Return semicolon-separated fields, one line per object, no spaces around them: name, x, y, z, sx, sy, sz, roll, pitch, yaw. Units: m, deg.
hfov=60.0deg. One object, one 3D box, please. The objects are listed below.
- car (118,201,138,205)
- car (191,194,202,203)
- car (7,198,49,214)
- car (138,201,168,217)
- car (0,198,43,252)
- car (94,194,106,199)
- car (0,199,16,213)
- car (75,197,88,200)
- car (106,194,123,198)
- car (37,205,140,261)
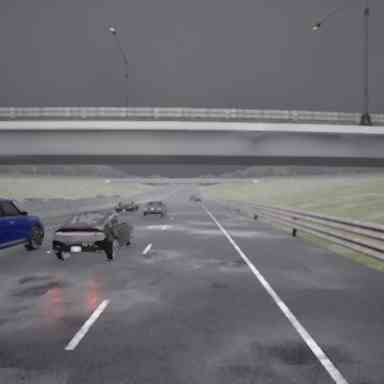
car;-6.819;1.582;35.568;1.895;1.301;4.718;0;0;0
car;1.421;1.952;82.957;1.837;1.490;4.892;0;-1;0
car;-17.506;1.466;35.796;2.128;1.511;4.902;0;0;0
car;-3.331;1.507;30.597;2.033;1.411;5.357;0;0;0
car;-6.878;1.175;10.700;2.150;2.045;5.566;0;0;0
car;-20.820;1.499;76.030;2.150;2.045;5.566;0;-1;0
car;-21.006;1.474;35.453;1.837;1.490;4.892;0;0;0
car;-24.326;1.863;73.808;1.895;1.301;4.718;0;-1;0
car;-17.319;1.507;76.438;2.150;2.045;5.566;0;-1;0
car;-3.373;1.444;12.107;2.128;1.511;4.902;0;0;0
